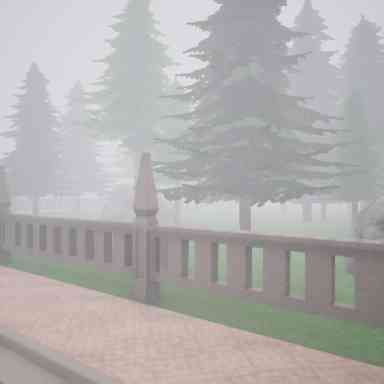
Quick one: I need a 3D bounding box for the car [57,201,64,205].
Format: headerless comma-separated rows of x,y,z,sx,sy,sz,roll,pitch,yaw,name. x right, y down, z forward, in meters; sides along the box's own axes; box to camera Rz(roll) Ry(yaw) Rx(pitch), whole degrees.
-19.613,1.559,53.962,1.837,1.490,4.892,0,0,35,car

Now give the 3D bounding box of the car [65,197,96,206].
-16.762,1.520,51.932,2.128,1.511,4.902,0,0,35,car
